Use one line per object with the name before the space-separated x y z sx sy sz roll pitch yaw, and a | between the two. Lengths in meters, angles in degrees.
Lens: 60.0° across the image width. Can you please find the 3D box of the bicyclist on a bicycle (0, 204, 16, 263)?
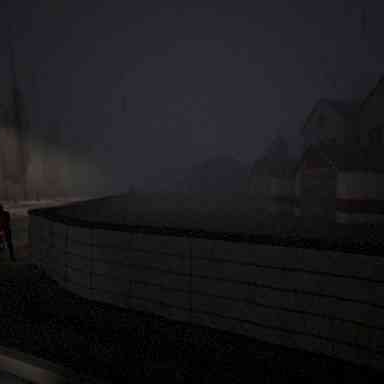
bicyclist on a bicycle | -5.530 1.177 9.617 0.582 1.620 1.656 0 0 -36
